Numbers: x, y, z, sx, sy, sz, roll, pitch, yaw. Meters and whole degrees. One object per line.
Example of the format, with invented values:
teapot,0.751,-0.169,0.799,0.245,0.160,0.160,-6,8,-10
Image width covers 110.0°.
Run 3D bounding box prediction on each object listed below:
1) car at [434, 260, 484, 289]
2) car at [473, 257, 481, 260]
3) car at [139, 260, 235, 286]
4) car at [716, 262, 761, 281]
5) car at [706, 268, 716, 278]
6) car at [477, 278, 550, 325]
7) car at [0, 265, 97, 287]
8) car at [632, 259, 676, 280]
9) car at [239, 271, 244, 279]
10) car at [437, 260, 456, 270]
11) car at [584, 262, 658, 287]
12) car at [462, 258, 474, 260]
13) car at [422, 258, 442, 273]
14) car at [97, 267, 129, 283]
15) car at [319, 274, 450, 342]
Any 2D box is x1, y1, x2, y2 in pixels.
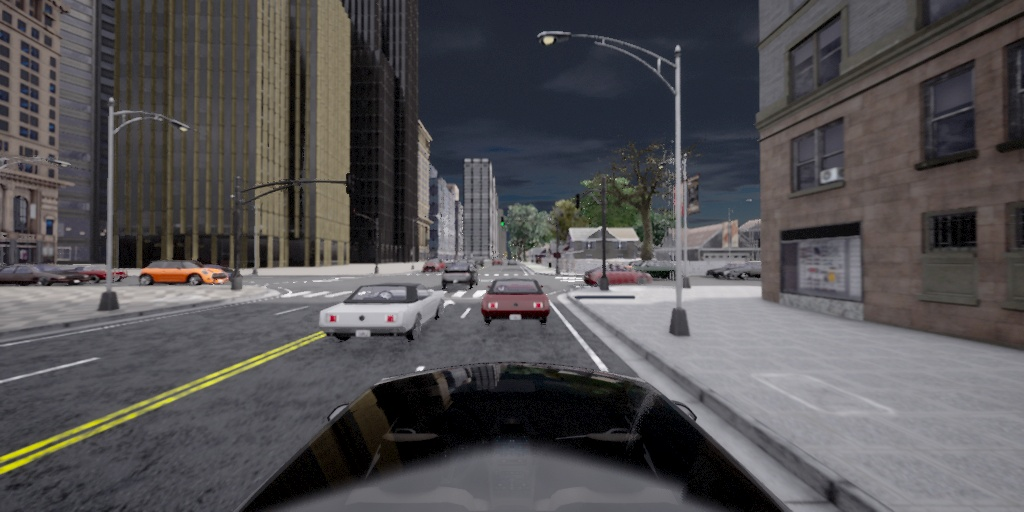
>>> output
car,-3.146,1.219,22.405,2.128,1.511,4.902,-1,0,0
car,-6.523,1.287,57.145,1.837,1.490,4.892,0,0,0
car,-21.480,1.071,23.622,4.553,1.767,2.097,0,-1,-2
car,20.584,1.277,30.414,4.902,1.511,2.128,0,-1,0
car,21.232,1.367,33.659,5.357,1.411,2.033,0,-1,0
car,0.101,1.357,11.865,1.895,1.301,4.718,0,0,0
car,-30.932,1.267,23.132,5.357,1.411,2.033,0,-1,-4
car,11.627,1.137,30.478,4.553,1.767,2.097,0,-1,0
car,-22.681,1.318,26.849,4.181,1.385,1.994,0,-1,-3
car,-9.799,1.344,53.826,1.994,1.385,4.181,0,0,0
car,6.789,1.271,23.149,4.181,1.385,1.994,0,-1,-9
car,-6.558,1.281,47.006,1.837,1.490,4.892,0,0,0
car,-9.814,1.128,45.192,2.097,1.767,4.553,0,0,0
car,-31.428,1.355,26.348,4.718,1.301,1.895,0,-1,-4
car,-3.148,1.356,9.819,1.895,1.301,4.718,0,0,0
